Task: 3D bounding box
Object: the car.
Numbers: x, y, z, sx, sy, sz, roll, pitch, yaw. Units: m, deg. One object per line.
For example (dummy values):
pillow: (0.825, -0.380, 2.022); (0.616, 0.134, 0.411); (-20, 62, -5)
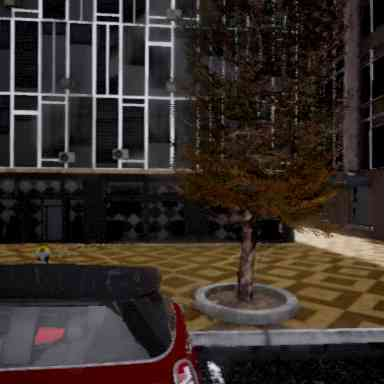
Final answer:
car: (-1.963, 1.403, 2.881); (4.097, 1.590, 1.967); (1, -1, -5)
